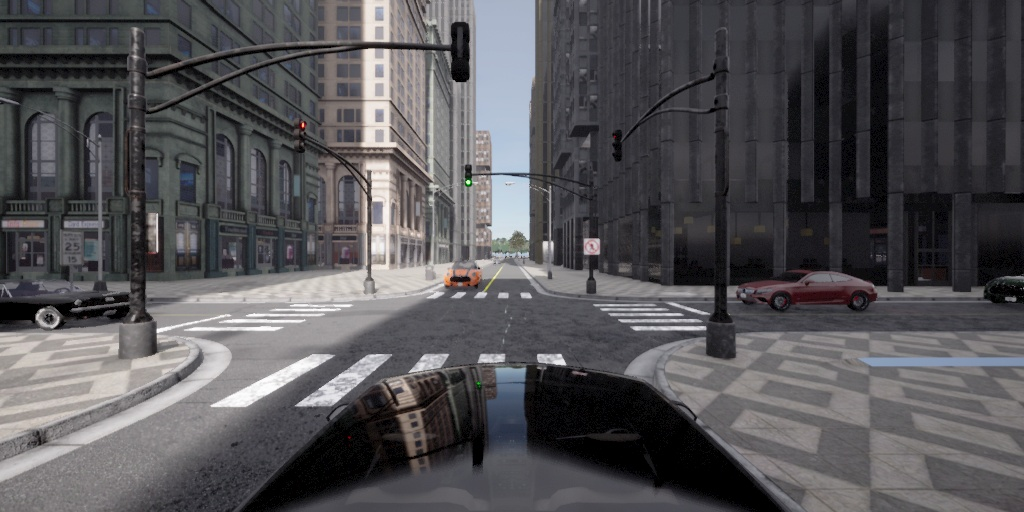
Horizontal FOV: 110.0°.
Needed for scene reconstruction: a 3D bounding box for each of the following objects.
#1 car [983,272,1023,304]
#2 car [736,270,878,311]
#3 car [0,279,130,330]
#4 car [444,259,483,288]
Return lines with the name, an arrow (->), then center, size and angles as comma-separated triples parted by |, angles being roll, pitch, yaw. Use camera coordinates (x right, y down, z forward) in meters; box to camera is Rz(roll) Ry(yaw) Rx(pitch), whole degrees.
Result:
car -> 21.347, 1.074, 13.743 | 4.553, 1.767, 2.097 | 0, 0, 0
car -> 11.133, 1.249, 13.672 | 4.674, 1.442, 1.812 | 0, 0, -1
car -> -13.948, 1.344, 10.443 | 4.718, 1.301, 1.895 | 0, 0, -1
car -> -3.082, 1.096, 23.483 | 2.097, 1.767, 4.553 | 0, 0, 0
